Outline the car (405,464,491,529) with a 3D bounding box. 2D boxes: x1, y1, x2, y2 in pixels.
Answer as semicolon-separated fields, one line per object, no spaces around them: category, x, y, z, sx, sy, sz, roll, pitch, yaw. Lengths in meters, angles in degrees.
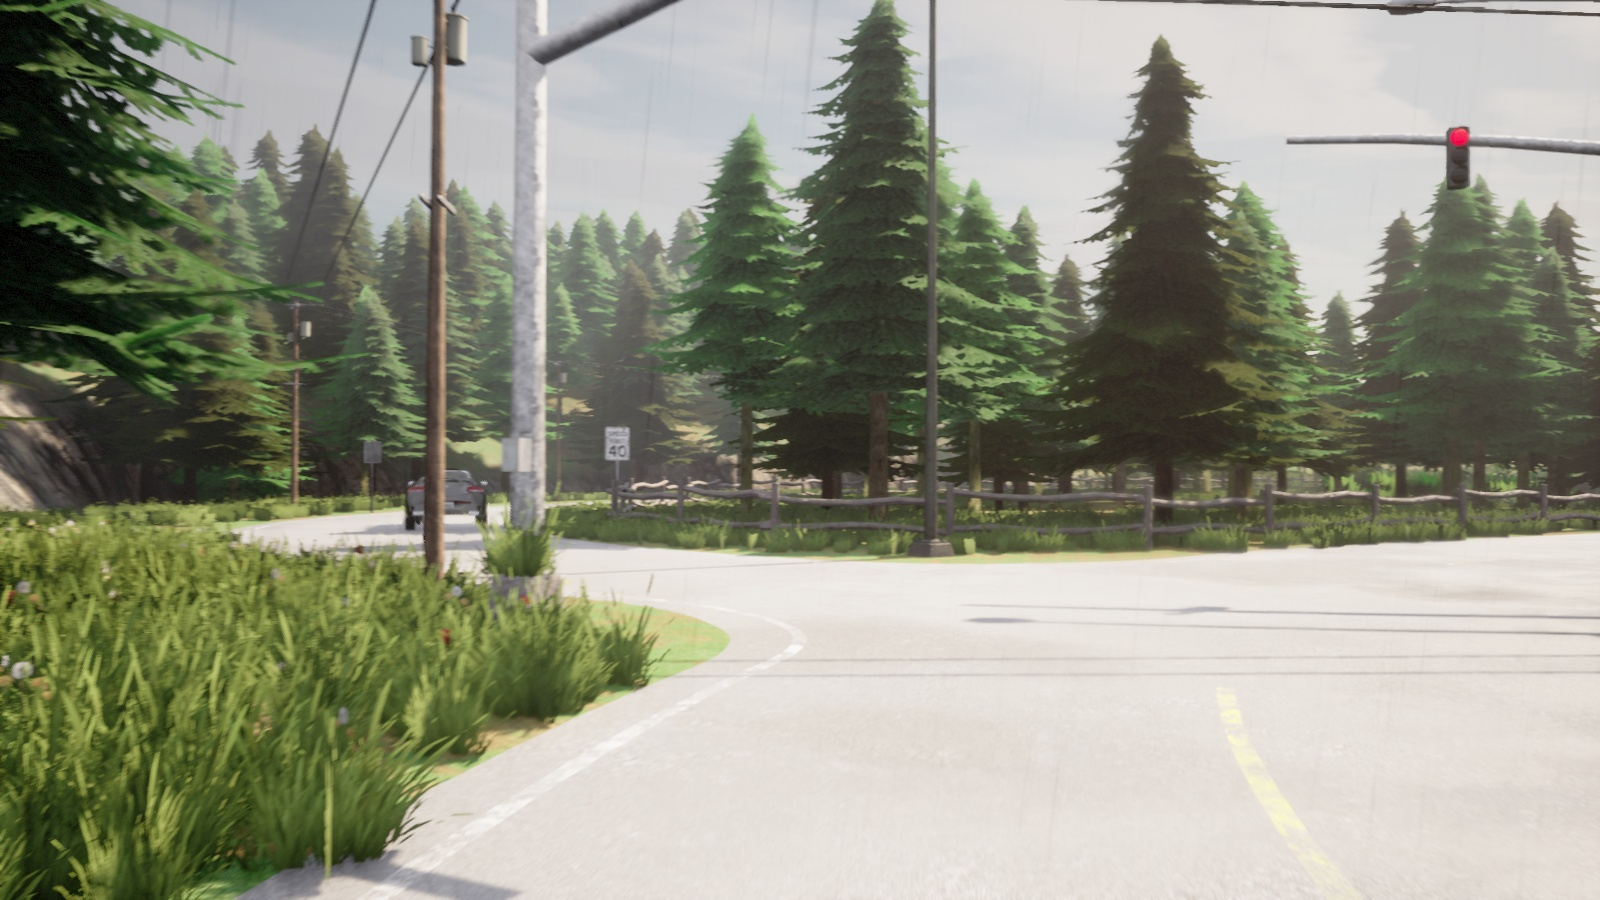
car;-9.724;1.234;34.935;2.152;1.651;5.027;0;-1;-14
